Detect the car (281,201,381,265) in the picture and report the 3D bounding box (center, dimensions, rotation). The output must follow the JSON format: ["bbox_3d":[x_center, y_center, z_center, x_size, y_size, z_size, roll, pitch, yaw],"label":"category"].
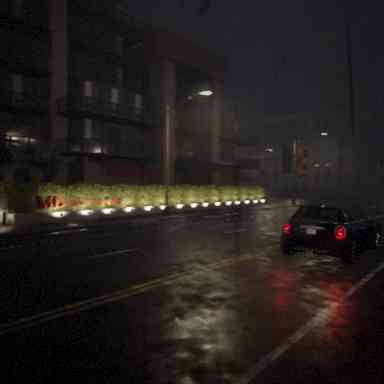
[{"bbox_3d":[4.870,1.150,11.318,2.097,1.767,4.553,1,2,41],"label":"car"}]
